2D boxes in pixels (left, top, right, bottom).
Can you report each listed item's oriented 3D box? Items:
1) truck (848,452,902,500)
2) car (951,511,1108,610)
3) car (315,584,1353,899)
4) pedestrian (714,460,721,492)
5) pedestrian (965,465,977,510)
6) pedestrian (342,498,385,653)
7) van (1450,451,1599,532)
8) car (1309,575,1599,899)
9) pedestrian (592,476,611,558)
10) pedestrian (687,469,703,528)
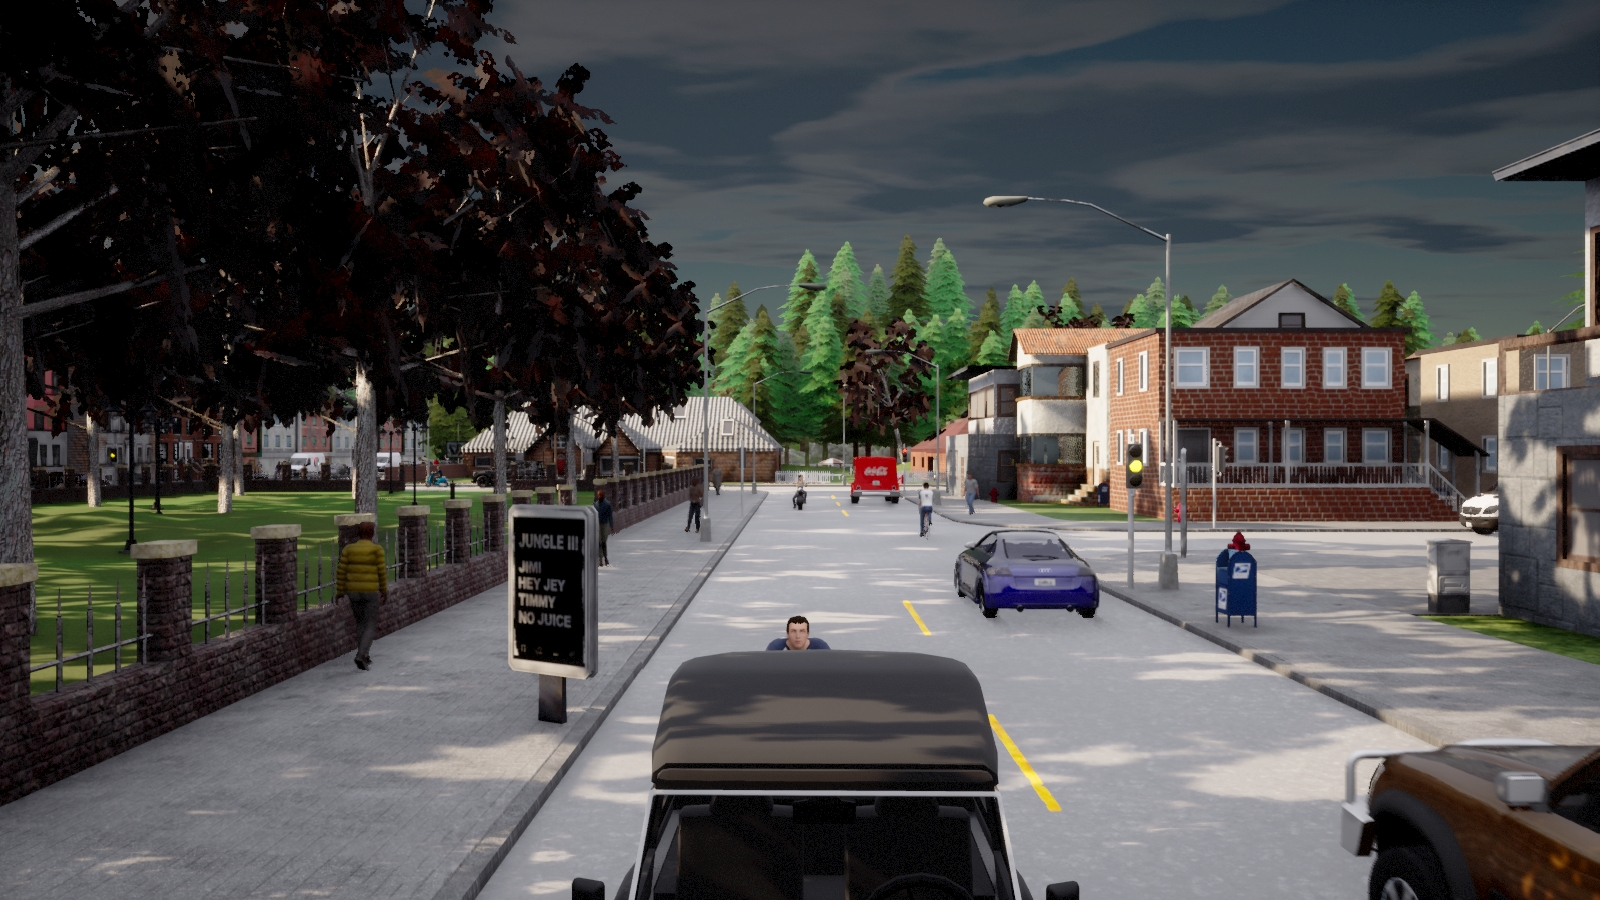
[{"bbox_3d":[3.969,1.372,61.570,2.627,2.467,5.204,0,0,1],"label":"truck"},{"bbox_3d":[3.999,1.907,20.654,1.994,1.385,4.181,0,0,0],"label":"car"},{"bbox_3d":[0.090,1.640,4.031,1.905,1.878,3.866,0,0,1],"label":"car"},{"bbox_3d":[-4.880,1.552,67.515,0.375,1.860,0.375,0,0,-5],"label":"pedestrian"},{"bbox_3d":[7.058,1.535,47.092,0.375,1.860,0.375,0,0,31],"label":"pedestrian"},{"bbox_3d":[-5.363,1.531,14.047,0.375,1.860,0.375,0,0,0],"label":"pedestrian"},{"bbox_3d":[24.712,1.329,37.232,5.915,2.561,1.988,0,0,0],"label":"van"},{"bbox_3d":[3.943,1.645,4.375,1.932,1.855,4.605,0,0,0],"label":"car"},{"bbox_3d":[-4.571,1.536,26.294,0.375,1.860,0.375,0,0,1],"label":"pedestrian"},{"bbox_3d":[-3.355,1.540,36.553,0.375,1.860,0.375,0,0,21],"label":"pedestrian"}]
